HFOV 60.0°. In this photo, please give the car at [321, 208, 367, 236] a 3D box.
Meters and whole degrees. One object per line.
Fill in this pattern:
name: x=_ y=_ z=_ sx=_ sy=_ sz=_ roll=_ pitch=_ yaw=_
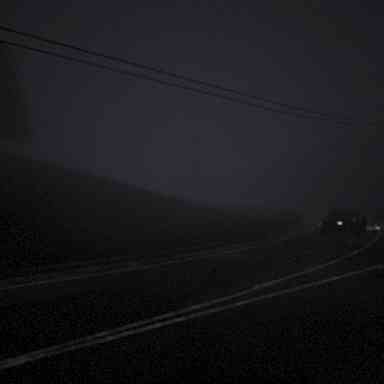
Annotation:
car: x=8.667 y=1.576 z=18.866 sx=1.994 sy=1.385 sz=4.181 roll=0 pitch=0 yaw=31
